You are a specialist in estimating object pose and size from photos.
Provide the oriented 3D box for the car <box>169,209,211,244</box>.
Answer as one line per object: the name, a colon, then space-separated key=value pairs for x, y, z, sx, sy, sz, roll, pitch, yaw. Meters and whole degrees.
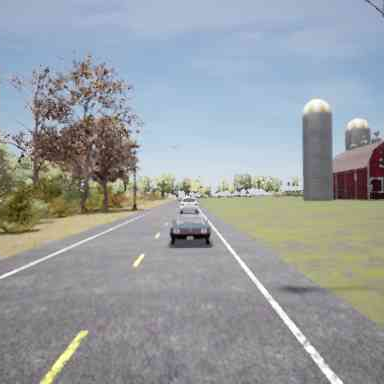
car: x=-0.093 y=1.790 z=17.017 sx=1.895 sy=1.301 sz=4.718 roll=0 pitch=-1 yaw=0

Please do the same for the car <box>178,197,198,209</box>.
car: x=-0.372 y=1.687 z=42.717 sx=2.150 sy=2.045 sz=5.566 roll=0 pitch=0 yaw=-1
